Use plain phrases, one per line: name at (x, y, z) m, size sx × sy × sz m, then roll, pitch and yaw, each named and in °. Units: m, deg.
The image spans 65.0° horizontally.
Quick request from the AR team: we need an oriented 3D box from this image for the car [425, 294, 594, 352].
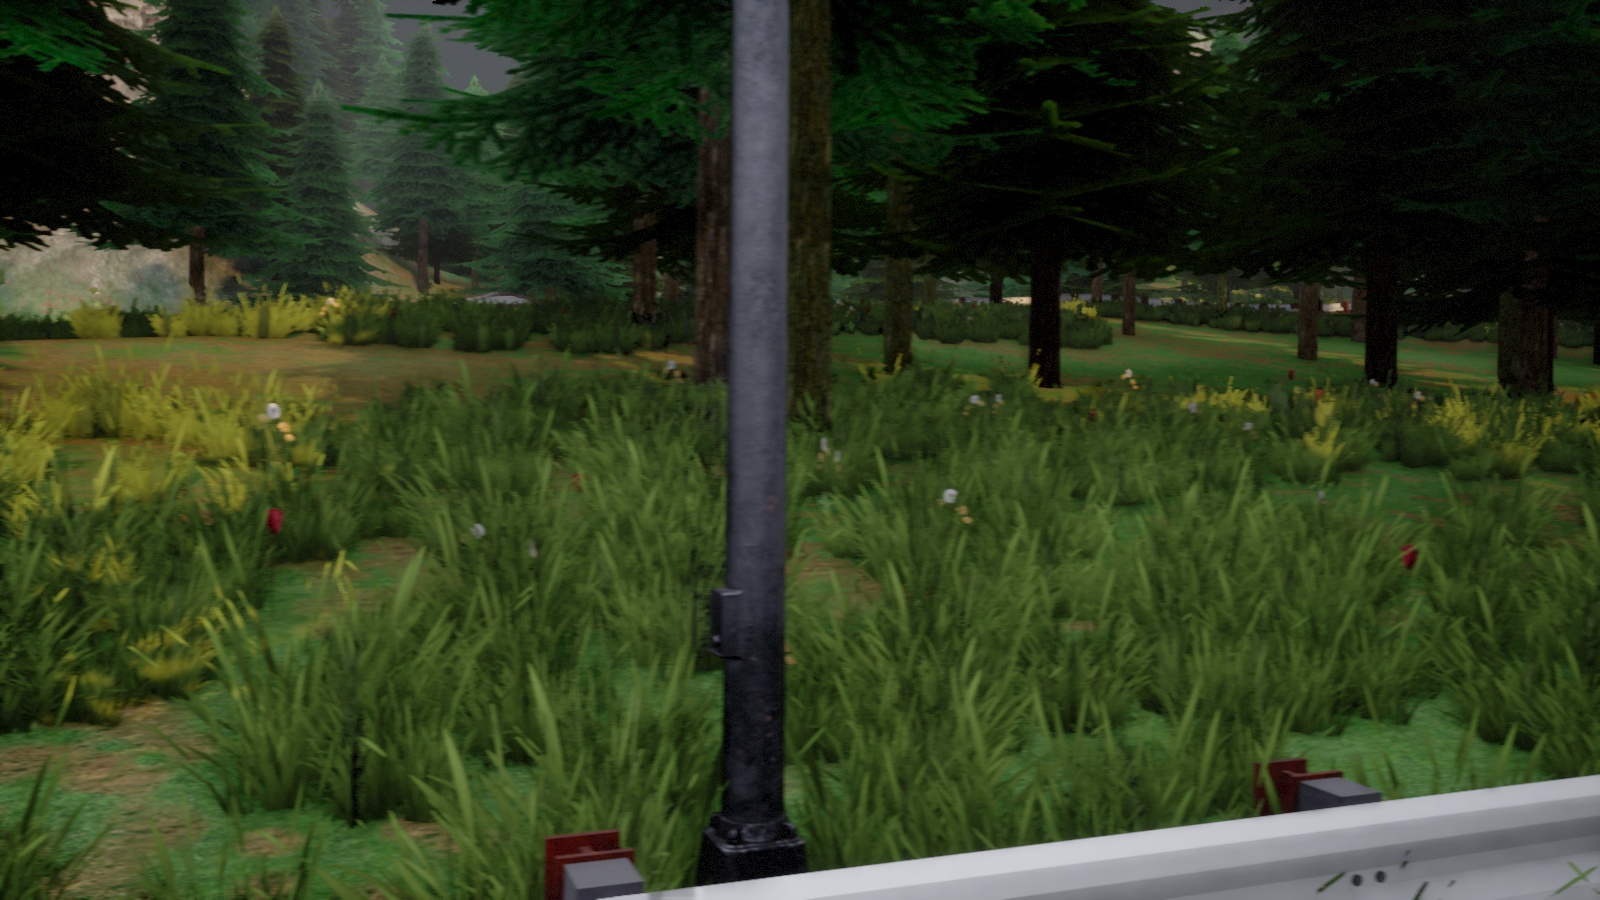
car at (-8.975, -3.941, 38.890) m, size 4.674 × 1.442 × 1.812 m, roll -6°, pitch 3°, yaw -27°
